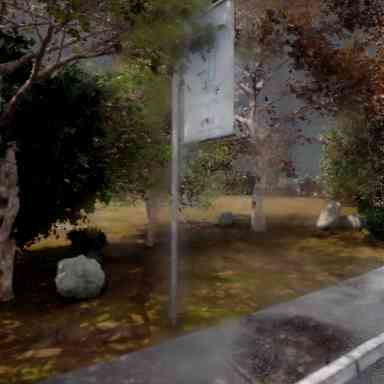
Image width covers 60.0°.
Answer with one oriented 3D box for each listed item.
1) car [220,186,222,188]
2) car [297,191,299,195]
[{"bbox_3d":[9.117,-1.289,94.365,1.946,1.575,5.366,5,1,17],"label":"car"},{"bbox_3d":[27.610,0.224,88.594,2.097,1.535,5.008,5,1,17],"label":"car"}]
